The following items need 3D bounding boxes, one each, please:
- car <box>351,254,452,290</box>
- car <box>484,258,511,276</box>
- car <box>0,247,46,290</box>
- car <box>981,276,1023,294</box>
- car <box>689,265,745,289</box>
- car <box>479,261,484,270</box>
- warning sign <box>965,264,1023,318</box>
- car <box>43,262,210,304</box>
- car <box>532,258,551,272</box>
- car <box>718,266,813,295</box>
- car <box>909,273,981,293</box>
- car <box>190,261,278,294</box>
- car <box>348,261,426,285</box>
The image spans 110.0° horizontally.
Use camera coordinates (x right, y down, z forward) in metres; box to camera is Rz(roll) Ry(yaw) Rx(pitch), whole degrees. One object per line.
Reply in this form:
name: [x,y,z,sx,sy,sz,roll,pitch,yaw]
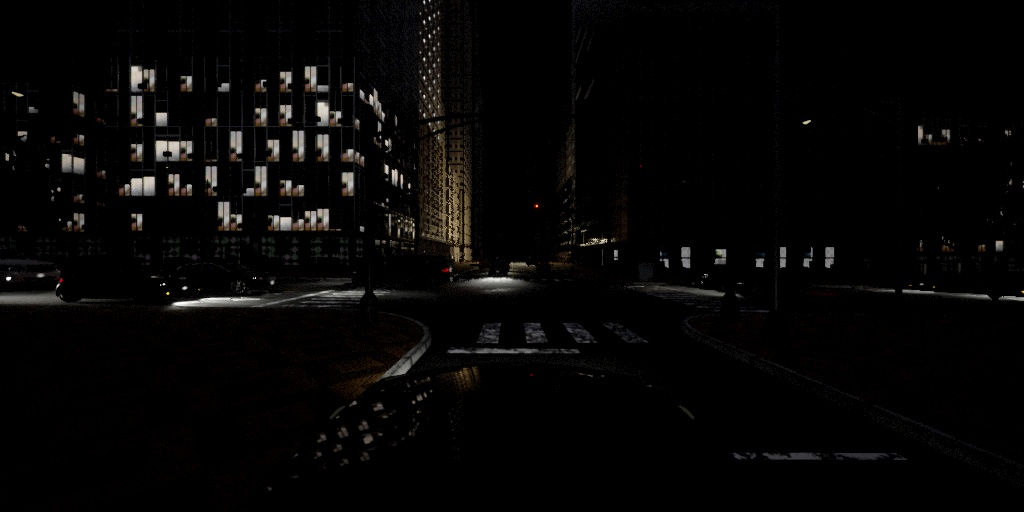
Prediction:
car: [-6.346,0.892,21.297,5.566,2.045,2.150,2,0,-3]
car: [-1.372,1.259,37.140,2.128,1.511,4.902,0,0,0]
car: [-25.268,0.532,17.034,5.566,2.045,2.150,1,0,-2]
car: [33.629,1.941,23.007,4.181,1.385,1.994,1,0,-2]
car: [15.082,1.398,25.468,4.553,1.767,2.097,1,0,-3]
car: [-3.852,1.343,52.222,1.802,1.307,4.207,0,0,0]
warning sign: [17.313,1.204,12.853,1.060,1.860,1.300,0,0,-2]
car: [-15.036,1.063,14.217,4.181,1.385,1.994,1,0,-2]
car: [4.082,1.329,46.701,1.948,1.339,4.313,0,0,0]
car: [15.863,1.560,22.260,4.892,1.490,1.837,0,0,-4]
car: [31.818,1.908,26.183,4.181,1.385,1.994,1,0,-2]
car: [-14.236,1.004,17.513,4.902,1.511,2.128,1,0,-3]
car: [-8.438,1.146,24.457,4.674,1.442,1.812,1,0,-2]
